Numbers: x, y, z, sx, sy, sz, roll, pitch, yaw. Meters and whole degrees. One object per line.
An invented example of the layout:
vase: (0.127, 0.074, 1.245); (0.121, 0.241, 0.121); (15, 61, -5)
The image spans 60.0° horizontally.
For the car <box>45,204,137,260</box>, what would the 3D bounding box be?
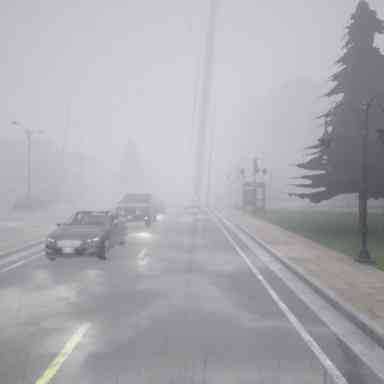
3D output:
car: (-3.597, 1.411, 12.097); (2.128, 1.511, 4.902); (0, 0, 0)

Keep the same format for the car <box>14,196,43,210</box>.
car: (-17.451, 1.138, 35.546); (1.845, 1.501, 3.633); (0, 0, 0)

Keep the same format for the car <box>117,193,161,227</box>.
car: (-3.589, 1.075, 22.068); (2.150, 2.045, 5.566); (0, 0, 0)

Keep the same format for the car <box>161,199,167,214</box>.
car: (-3.534, 1.351, 32.176); (1.994, 1.385, 4.181); (0, 0, 0)

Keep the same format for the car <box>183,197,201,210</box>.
car: (0.045, 1.278, 37.439); (1.812, 1.442, 4.674); (0, 0, 1)
